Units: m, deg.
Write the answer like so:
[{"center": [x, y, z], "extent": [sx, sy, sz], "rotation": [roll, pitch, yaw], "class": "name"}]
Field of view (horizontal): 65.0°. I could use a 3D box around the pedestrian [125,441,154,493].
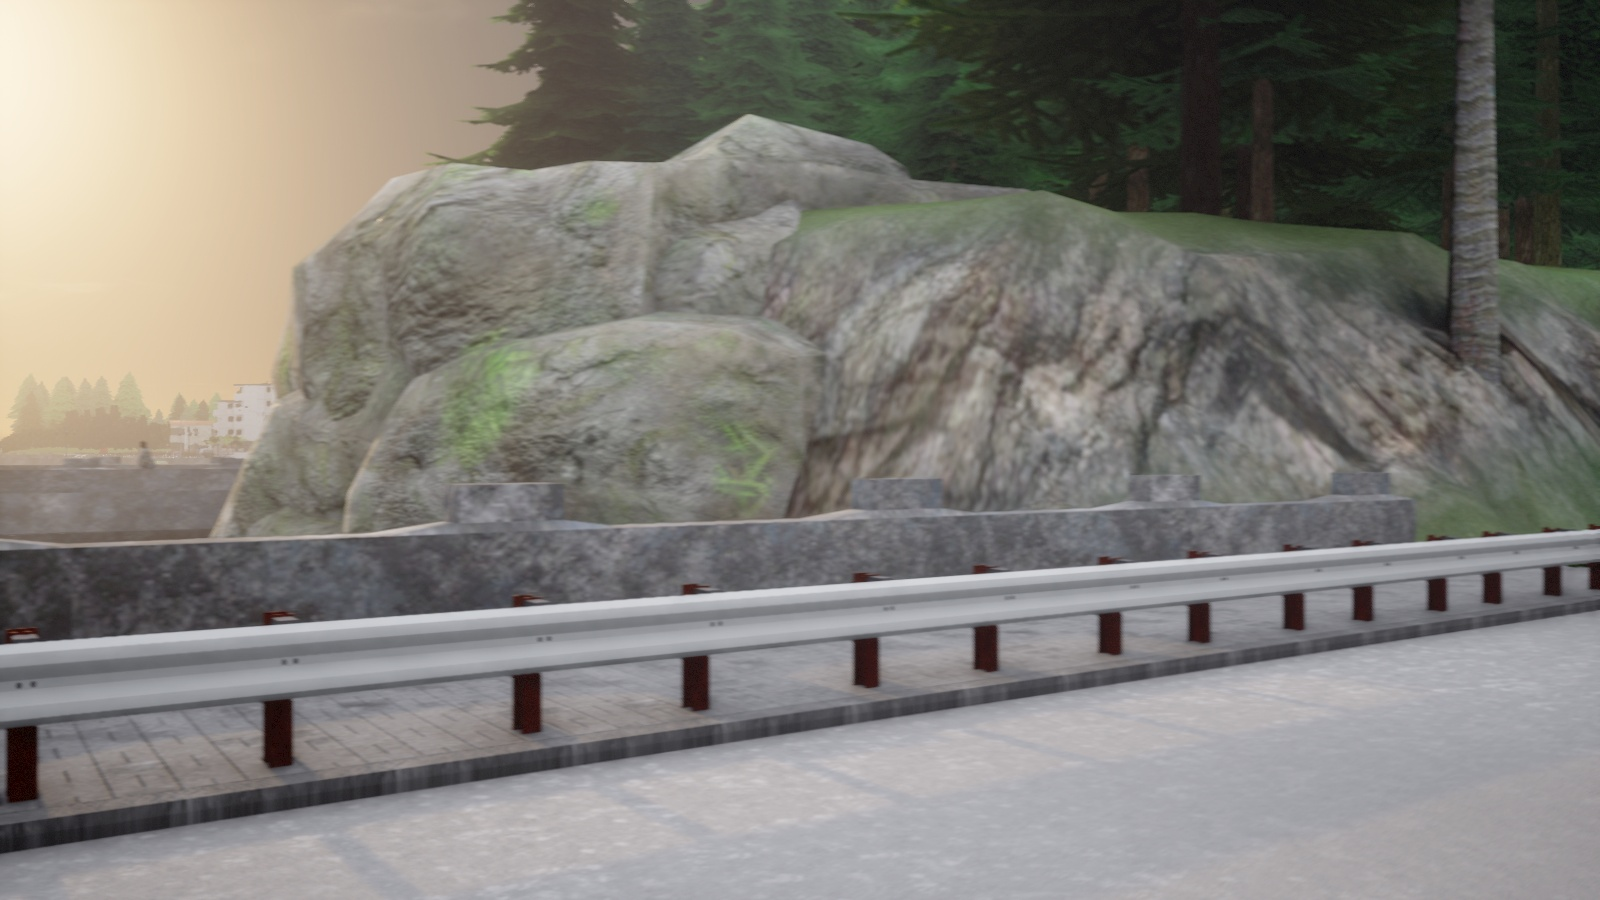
[{"center": [-24.294, 0.620, 46.188], "extent": [0.900, 1.855, 0.874], "rotation": [0, 0, -31], "class": "pedestrian"}]
